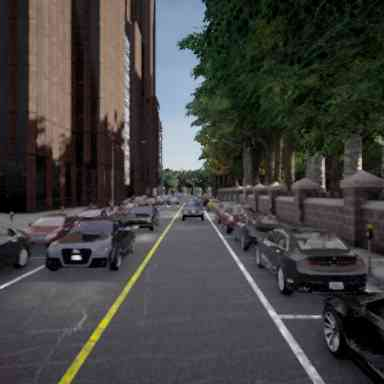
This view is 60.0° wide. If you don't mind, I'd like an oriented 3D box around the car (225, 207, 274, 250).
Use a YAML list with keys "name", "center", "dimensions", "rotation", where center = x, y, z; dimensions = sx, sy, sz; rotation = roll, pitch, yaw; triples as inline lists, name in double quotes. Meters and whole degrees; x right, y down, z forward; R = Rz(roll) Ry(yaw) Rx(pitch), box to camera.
- name: "car"
  center: [2.757, 1.560, 14.014]
  dimensions: [2.008, 1.369, 4.403]
  rotation: [0, 0, 0]

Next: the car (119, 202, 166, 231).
- name: "car"
  center: [-3.062, 1.561, 21.052]
  dimensions: [2.033, 1.411, 5.357]
  rotation: [0, 0, 0]

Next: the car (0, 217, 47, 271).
- name: "car"
  center: [-5.766, 1.556, 8.547]
  dimensions: [2.008, 1.369, 4.403]
  rotation: [0, 0, 0]

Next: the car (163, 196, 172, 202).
- name: "car"
  center: [-5.788, 1.599, 79.319]
  dimensions: [1.752, 1.417, 4.829]
  rotation: [0, 0, 0]

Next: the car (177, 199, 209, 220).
- name: "car"
  center: [0.096, 1.565, 27.935]
  dimensions: [2.033, 1.411, 5.357]
  rotation: [0, 0, 0]

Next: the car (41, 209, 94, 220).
- name: "car"
  center: [-5.768, 1.591, 14.004]
  dimensions: [1.802, 1.307, 4.206]
  rotation: [0, 0, 0]

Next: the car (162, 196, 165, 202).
- name: "car"
  center: [-5.782, 1.487, 57.661]
  dimensions: [1.967, 1.590, 4.097]
  rotation: [0, 0, 0]

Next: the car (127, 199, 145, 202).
- name: "car"
  center: [-5.773, 1.601, 30.376]
  dimensions: [1.802, 1.307, 4.206]
  rotation: [0, 0, 0]

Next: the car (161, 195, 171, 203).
- name: "car"
  center: [-5.787, 1.506, 74.032]
  dimensions: [1.967, 1.590, 4.097]
  rotation: [0, 0, 0]

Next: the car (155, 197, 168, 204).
- name: "car"
  center: [-5.783, 1.604, 63.118]
  dimensions: [2.008, 1.369, 4.403]
  rotation: [0, 0, 0]

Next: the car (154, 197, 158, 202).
- name: "car"
  center: [-5.776, 1.573, 41.289]
  dimensions: [1.887, 1.381, 4.507]
  rotation: [0, 0, 0]

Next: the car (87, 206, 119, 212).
- name: "car"
  center: [-5.770, 1.595, 19.461]
  dimensions: [1.802, 1.307, 4.206]
  rotation: [0, 0, 0]

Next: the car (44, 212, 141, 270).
- name: "car"
  center: [-3.097, 1.571, 10.909]
  dimensions: [1.994, 1.385, 4.181]
  rotation: [0, 0, 0]

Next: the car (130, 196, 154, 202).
- name: "car"
  center: [-5.775, 1.338, 35.833]
  dimensions: [2.192, 1.841, 5.009]
  rotation: [0, 0, 0]

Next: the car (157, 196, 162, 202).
- name: "car"
  center: [-5.778, 1.579, 46.747]
  dimensions: [1.887, 1.381, 4.507]
  rotation: [0, 0, 0]

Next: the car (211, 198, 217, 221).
- name: "car"
  center: [2.754, 1.456, 24.927]
  dimensions: [1.967, 1.590, 4.097]
  rotation: [0, 0, 0]

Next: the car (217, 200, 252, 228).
- name: "car"
  center: [2.756, 1.453, 19.470]
  dimensions: [1.967, 1.590, 4.097]
  rotation: [0, 0, 0]

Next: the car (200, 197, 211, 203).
- name: "car"
  center: [2.740, 1.625, 68.579]
  dimensions: [1.947, 1.339, 4.313]
  rotation: [0, 0, 0]

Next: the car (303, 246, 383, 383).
- name: "car"
  center: [2.761, 1.568, 3.101]
  dimensions: [1.947, 1.339, 4.313]
  rotation: [0, 0, 0]

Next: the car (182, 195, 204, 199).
- name: "car"
  center: [0.086, 1.524, 43.627]
  dimensions: [2.128, 1.511, 4.902]
  rotation: [0, 0, 0]

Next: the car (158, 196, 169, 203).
- name: "car"
  center: [-5.785, 1.604, 68.575]
  dimensions: [1.887, 1.381, 4.507]
  rotation: [0, 0, 0]

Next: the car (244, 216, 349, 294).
- name: "car"
  center: [2.759, 1.556, 8.557]
  dimensions: [2.008, 1.369, 4.403]
  rotation: [0, 0, 0]

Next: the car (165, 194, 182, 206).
- name: "car"
  center: [-3.071, 1.570, 56.156]
  dimensions: [1.812, 1.442, 4.674]
  rotation: [0, 0, 0]

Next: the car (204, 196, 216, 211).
- name: "car"
  center: [2.749, 1.554, 41.466]
  dimensions: [1.752, 1.417, 4.829]
  rotation: [0, 0, 0]
